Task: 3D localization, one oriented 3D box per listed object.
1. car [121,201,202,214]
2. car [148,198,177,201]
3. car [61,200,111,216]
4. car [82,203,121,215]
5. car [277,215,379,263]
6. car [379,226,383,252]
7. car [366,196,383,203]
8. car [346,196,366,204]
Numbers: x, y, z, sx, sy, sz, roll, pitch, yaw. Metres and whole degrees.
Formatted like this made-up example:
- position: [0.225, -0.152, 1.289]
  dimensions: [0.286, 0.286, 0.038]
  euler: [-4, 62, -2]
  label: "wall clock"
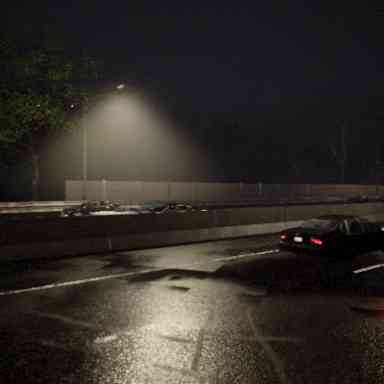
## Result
- position: [-1.457, 1.483, 20.148]
  dimensions: [4.892, 1.490, 1.837]
  euler: [0, 0, -35]
  label: "car"
- position: [-3.019, 1.327, 27.634]
  dimensions: [4.553, 1.767, 2.097]
  euler: [0, 0, -36]
  label: "car"
- position: [-8.201, 1.486, 27.447]
  dimensions: [4.892, 1.490, 1.837]
  euler: [0, 0, -38]
  label: "car"
- position: [-4.524, 1.582, 22.260]
  dimensions: [4.718, 1.301, 1.895]
  euler: [0, 0, -35]
  label: "car"
- position: [5.376, 1.525, 11.878]
  dimensions: [5.357, 1.411, 2.033]
  euler: [0, 0, -35]
  label: "car"
- position: [7.313, 1.455, 8.960]
  dimensions: [5.008, 1.535, 1.882]
  euler: [0, 0, -35]
  label: "car"
- position: [29.118, 1.419, 50.487]
  dimensions: [4.902, 1.511, 2.128]
  euler: [0, 0, -35]
  label: "car"
- position: [26.315, 1.420, 52.781]
  dimensions: [4.902, 1.511, 2.128]
  euler: [0, 0, -35]
  label: "car"
